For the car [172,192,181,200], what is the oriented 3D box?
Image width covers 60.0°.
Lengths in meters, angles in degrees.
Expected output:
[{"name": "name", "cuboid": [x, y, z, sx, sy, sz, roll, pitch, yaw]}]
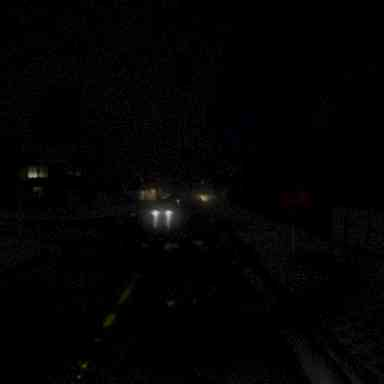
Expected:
[{"name": "car", "cuboid": [-2.841, 0.636, 57.996, 2.033, 1.411, 5.357, 0, 1, 0]}]

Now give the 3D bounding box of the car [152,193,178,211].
[{"name": "car", "cuboid": [-2.806, 1.083, 33.388, 2.033, 1.411, 5.357, 0, 1, 0]}]
